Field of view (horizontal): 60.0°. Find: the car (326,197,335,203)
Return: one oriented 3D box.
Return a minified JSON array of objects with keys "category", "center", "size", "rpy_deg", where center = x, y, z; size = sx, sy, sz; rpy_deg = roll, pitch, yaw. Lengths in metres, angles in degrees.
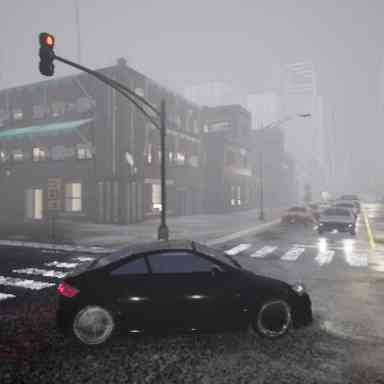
[{"category":"car","center":[14.850,1.597,37.673],"size":[1.752,1.417,4.829],"rpy_deg":[0,0,27]}]

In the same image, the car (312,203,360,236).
[{"category":"car","center":[8.430,1.578,19.141],"size":[2.033,1.411,5.357],"rpy_deg":[0,0,27]}]

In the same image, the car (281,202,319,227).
[{"category":"car","center":[7.396,1.585,23.062],"size":[1.887,1.381,4.507],"rpy_deg":[0,0,27]}]

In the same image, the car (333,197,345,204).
[{"category":"car","center":[29.832,1.710,67.437],"size":[2.008,1.369,4.403],"rpy_deg":[0,0,27]}]

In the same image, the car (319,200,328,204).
[{"category":"car","center":[9.957,1.616,27.954],"size":[1.947,1.339,4.313],"rpy_deg":[0,0,27]}]

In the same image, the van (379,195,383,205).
[{"category":"van","center":[37.318,1.489,63.670],"size":[1.690,1.788,3.998],"rpy_deg":[0,0,27]}]

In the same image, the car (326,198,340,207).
[{"category":"car","center":[22.379,1.694,52.630],"size":[1.802,1.307,4.206],"rpy_deg":[0,0,27]}]

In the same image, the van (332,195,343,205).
[{"category":"van","center":[27.348,1.484,62.501],"size":[1.690,1.788,3.998],"rpy_deg":[0,0,27]}]

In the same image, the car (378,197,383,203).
[{"category":"car","center":[42.286,1.766,73.539],"size":[1.802,1.307,4.206],"rpy_deg":[0,0,27]}]

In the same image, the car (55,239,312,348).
[{"category":"car","center":[-0.129,1.573,5.871],"size":[4.181,1.385,1.994],"rpy_deg":[0,0,-6]}]

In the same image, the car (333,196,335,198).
[{"category":"car","center":[19.895,1.680,47.696],"size":[1.802,1.307,4.206],"rpy_deg":[0,0,27]}]

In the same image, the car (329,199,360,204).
[{"category":"car","center":[12.697,1.574,27.566],"size":[1.812,1.442,4.674],"rpy_deg":[0,0,27]}]

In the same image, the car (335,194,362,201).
[{"category":"car","center":[17.526,1.291,37.008],"size":[2.150,2.045,5.566],"rpy_deg":[0,0,27]}]

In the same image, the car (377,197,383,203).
[{"category":"car","center":[44.771,1.767,78.475],"size":[1.947,1.339,4.313],"rpy_deg":[0,0,27]}]

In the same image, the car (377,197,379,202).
[{"category":"car","center":[39.878,1.692,68.756],"size":[1.752,1.417,4.829],"rpy_deg":[0,0,27]}]
